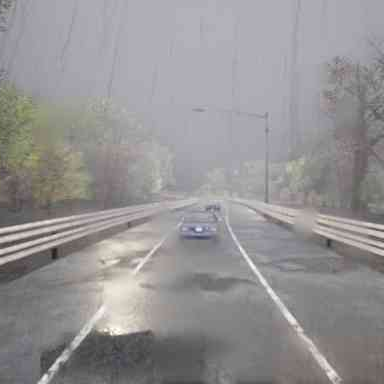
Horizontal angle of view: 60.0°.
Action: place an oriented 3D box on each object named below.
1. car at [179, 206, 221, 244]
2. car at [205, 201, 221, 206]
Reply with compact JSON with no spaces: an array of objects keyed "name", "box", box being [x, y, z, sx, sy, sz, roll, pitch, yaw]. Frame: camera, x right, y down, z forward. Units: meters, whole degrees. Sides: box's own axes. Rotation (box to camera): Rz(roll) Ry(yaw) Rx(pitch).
[{"name":"car","box":[0.442,1.635,16.460,2.033,1.411,5.357,0,0,3]},{"name":"car","box":[2.765,1.856,43.097,1.895,1.301,4.718,0,0,6]}]
